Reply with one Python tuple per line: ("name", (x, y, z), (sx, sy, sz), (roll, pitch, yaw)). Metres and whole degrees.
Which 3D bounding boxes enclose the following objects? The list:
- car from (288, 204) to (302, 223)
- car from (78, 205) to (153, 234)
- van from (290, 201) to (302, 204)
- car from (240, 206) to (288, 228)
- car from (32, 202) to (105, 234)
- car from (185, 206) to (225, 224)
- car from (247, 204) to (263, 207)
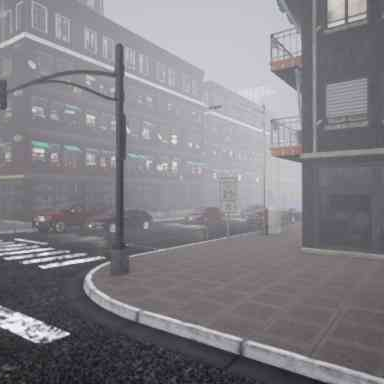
("car", (9.004, 2.116, 30.839), (2.008, 1.369, 4.403), (-2, -2, 35))
("car", (-4.584, 1.807, 21.513), (1.837, 1.490, 4.892), (0, -1, 35))
("van", (18.497, 2.455, 58.839), (1.690, 1.788, 3.998), (-1, -2, 35))
("car", (5.733, 2.043, 26.189), (1.802, 1.307, 4.206), (-2, -2, 35))
("car", (-7.671, 1.596, 21.654), (2.192, 1.841, 5.009), (-1, -2, 35))
("car", (1.269, 2.013, 29.818), (1.812, 1.442, 4.674), (0, -1, 35))
("car", (7.243, 2.182, 38.295), (1.837, 1.490, 4.892), (0, -1, 35))
